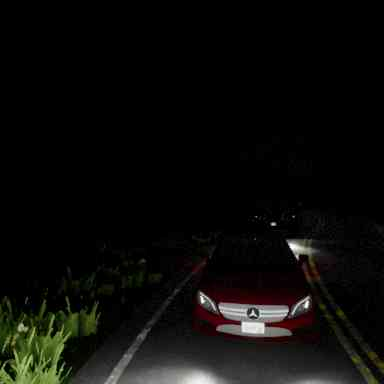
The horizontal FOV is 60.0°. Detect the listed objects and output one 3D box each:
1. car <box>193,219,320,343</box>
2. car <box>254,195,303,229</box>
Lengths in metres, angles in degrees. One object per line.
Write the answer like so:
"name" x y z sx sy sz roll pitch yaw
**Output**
"car" 1.232 1.534 6.686 1.812 1.442 4.674 -1 0 11
"car" 5.006 1.214 18.856 2.150 2.045 5.566 -2 -1 22
